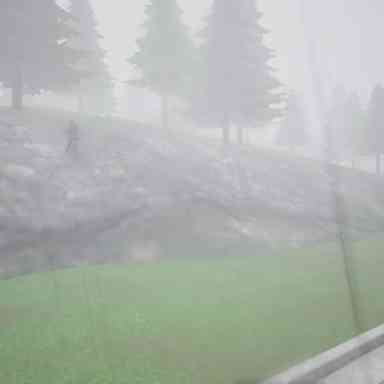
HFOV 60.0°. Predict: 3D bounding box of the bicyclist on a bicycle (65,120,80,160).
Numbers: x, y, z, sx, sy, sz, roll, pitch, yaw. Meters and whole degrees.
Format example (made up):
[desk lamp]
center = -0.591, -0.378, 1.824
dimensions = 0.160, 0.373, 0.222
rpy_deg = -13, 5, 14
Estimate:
[bicyclist on a bicycle]
center = -5.431, -2.397, 15.052
dimensions = 0.582, 1.620, 1.656
rpy_deg = -5, 34, -37
